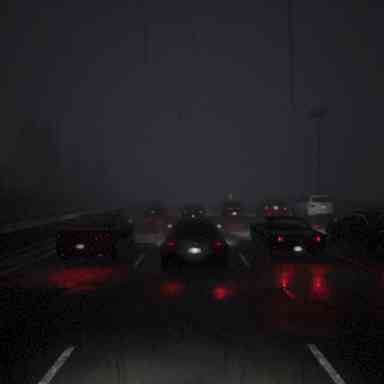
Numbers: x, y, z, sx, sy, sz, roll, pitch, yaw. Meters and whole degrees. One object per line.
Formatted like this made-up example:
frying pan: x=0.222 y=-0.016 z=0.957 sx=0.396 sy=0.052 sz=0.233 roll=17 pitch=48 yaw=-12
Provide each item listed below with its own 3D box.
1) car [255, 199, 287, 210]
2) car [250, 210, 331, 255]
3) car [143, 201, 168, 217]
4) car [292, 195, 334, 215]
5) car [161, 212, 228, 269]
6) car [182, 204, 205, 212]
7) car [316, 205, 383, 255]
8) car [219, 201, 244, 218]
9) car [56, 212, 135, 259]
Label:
car: x=7.094 y=1.408 z=30.175 sx=2.097 sy=1.767 sz=4.553 roll=0 pitch=0 yaw=0
car: x=3.592 y=1.626 z=13.449 sx=1.895 sy=1.301 sz=4.718 roll=0 pitch=0 yaw=0
car: x=-3.414 y=1.584 z=31.455 sx=1.812 sy=1.442 sz=4.674 roll=0 pitch=0 yaw=0
car: x=10.595 y=1.277 z=29.484 sx=2.150 sy=2.045 sz=5.566 roll=0 pitch=0 yaw=0
car: x=0.084 y=1.586 z=11.196 sx=1.994 sy=1.385 sz=4.181 roll=0 pitch=0 yaw=0
car: x=0.093 y=1.654 z=28.855 sx=1.895 sy=1.301 sz=4.718 roll=0 pitch=0 yaw=0
car: x=7.090 y=1.518 z=13.445 sx=2.128 sy=1.511 sz=4.902 roll=0 pitch=0 yaw=0
car: x=3.594 y=1.562 z=30.464 sx=1.837 sy=1.490 sz=4.892 roll=0 pitch=0 yaw=0
car: x=-3.412 y=1.501 z=12.644 sx=1.882 sy=1.535 sz=5.008 roll=0 pitch=0 yaw=0
